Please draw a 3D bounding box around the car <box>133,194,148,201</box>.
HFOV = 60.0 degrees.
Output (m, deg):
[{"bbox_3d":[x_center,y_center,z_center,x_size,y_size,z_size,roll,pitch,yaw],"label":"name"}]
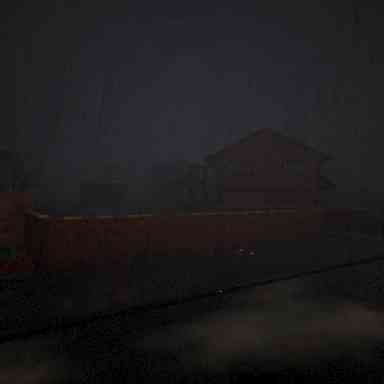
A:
[{"bbox_3d":[-6.495,1.193,44.223,1.905,1.878,3.866,1,0,-36],"label":"car"}]
